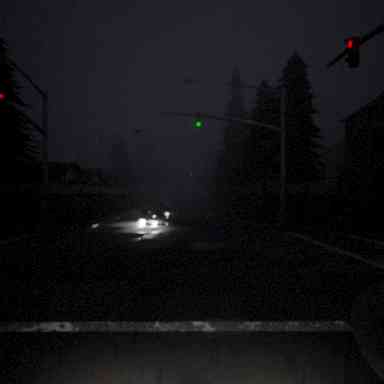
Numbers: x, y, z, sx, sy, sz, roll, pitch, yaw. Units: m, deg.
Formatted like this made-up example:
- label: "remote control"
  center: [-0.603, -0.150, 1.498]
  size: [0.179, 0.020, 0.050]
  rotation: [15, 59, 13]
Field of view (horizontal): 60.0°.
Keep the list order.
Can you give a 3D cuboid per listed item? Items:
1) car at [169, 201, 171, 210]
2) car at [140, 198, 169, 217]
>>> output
- label: "car"
  center: [-3.585, 1.518, 40.795]
  size: [1.812, 1.442, 4.674]
  rotation: [0, 0, 0]
- label: "car"
  center: [-3.603, 1.486, 30.915]
  size: [2.128, 1.511, 4.902]
  rotation: [0, 0, 0]
